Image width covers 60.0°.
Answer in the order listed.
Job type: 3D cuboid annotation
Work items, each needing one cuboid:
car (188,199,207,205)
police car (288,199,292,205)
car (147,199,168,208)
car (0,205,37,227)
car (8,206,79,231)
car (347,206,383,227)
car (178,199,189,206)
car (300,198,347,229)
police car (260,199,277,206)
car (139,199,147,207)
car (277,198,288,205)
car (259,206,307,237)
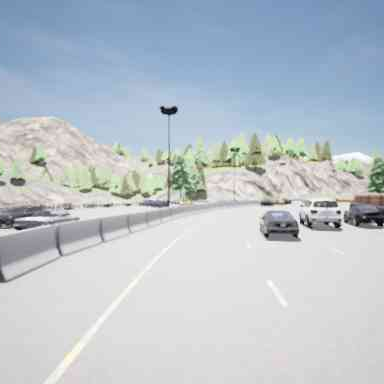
[{"bbox_3d":[1.479,2.160,61.001,1.812,1.442,4.674,0,-1,22],"label":"car"},{"bbox_3d":[23.531,2.372,83.233,1.930,1.638,5.238,0,-1,33],"label":"police car"},{"bbox_3d":[-5.961,2.170,61.168,1.994,1.385,4.181,0,-1,21],"label":"car"},{"bbox_3d":[-12.171,1.706,23.989,1.837,1.490,4.892,0,-1,9],"label":"car"},{"bbox_3d":[-9.075,1.785,21.117,1.895,1.301,4.718,0,-1,8],"label":"car"},{"bbox_3d":[13.131,1.821,25.718,1.837,1.490,4.892,0,-1,10],"label":"car"},{"bbox_3d":[-1.049,2.135,64.060,1.882,1.535,5.008,0,-1,23],"label":"car"},{"bbox_3d":[9.335,1.510,24.511,2.150,2.045,5.566,0,-1,10],"label":"car"},{"bbox_3d":[15.801,2.203,69.714,1.930,1.638,5.238,0,-1,27],"label":"police car"},{"bbox_3d":[-8.521,2.153,64.222,1.812,1.442,4.674,0,-1,22],"label":"car"},{"bbox_3d":[20.515,2.340,78.323,1.801,1.575,5.366,0,-1,30],"label":"car"},{"bbox_3d":[4.996,1.768,19.461,2.033,1.411,5.357,0,-1,8],"label":"car"}]
